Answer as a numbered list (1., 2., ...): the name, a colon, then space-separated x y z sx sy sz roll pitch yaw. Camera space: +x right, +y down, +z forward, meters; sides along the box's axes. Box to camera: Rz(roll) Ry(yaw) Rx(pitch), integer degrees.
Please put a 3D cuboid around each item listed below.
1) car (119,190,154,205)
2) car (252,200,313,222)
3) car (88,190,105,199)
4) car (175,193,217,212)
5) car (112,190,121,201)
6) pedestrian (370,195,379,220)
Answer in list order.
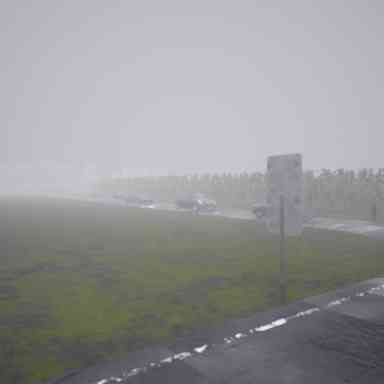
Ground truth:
1. car: -6.701 0.857 41.166 2.033 1.411 5.357 0 1 -36
2. car: 6.190 1.226 23.134 1.812 1.442 4.674 1 1 -34
3. car: -17.716 0.424 61.540 2.128 1.511 4.902 0 1 -36
4. car: 0.301 0.873 31.401 2.097 1.767 4.553 0 1 -36
5. car: -10.656 0.492 51.715 2.097 1.767 4.553 0 1 -36
6. pedestrian: 13.076 1.090 23.849 0.375 1.860 0.375 2 -1 -36
